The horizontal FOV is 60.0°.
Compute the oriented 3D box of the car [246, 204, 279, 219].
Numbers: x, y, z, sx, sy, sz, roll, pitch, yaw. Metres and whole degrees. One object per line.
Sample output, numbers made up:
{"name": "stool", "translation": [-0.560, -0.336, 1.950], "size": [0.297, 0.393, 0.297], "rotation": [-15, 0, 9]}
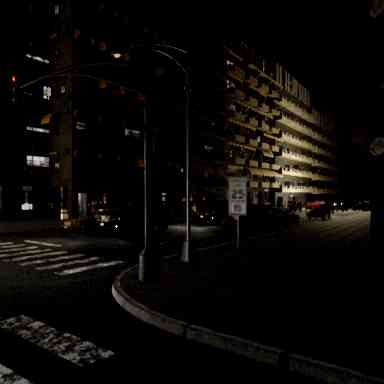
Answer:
{"name": "car", "translation": [8.094, 2.191, 37.874], "size": [1.837, 1.490, 4.892], "rotation": [0, -1, 35]}

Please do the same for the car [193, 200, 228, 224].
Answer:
{"name": "car", "translation": [2.367, 1.728, 29.693], "size": [2.150, 2.045, 5.566], "rotation": [0, -1, 34]}

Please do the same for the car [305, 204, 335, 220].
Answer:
{"name": "car", "translation": [13.735, 2.284, 35.941], "size": [1.802, 1.307, 4.206], "rotation": [-1, -2, 35]}

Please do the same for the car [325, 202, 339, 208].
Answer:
{"name": "car", "translation": [32.786, 3.067, 77.824], "size": [1.887, 1.381, 4.507], "rotation": [-1, -2, 35]}

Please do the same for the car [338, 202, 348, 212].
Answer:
{"name": "car", "translation": [25.302, 2.626, 56.973], "size": [2.128, 1.511, 4.902], "rotation": [0, -1, 35]}

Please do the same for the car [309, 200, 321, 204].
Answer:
{"name": "car", "translation": [23.062, 2.771, 63.892], "size": [1.887, 1.381, 4.507], "rotation": [-1, -2, 35]}

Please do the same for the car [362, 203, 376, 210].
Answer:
{"name": "car", "translation": [36.424, 2.971, 68.451], "size": [1.947, 1.339, 4.313], "rotation": [-1, -2, 35]}

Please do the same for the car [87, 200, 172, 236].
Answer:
{"name": "car", "translation": [-3.543, 1.541, 21.224], "size": [2.150, 2.045, 5.566], "rotation": [0, -1, 35]}

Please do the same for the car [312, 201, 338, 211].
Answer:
{"name": "car", "translation": [19.421, 2.456, 48.536], "size": [1.837, 1.490, 4.892], "rotation": [0, -1, 35]}

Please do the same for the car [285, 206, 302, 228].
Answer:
{"name": "car", "translation": [7.253, 2.043, 26.654], "size": [1.887, 1.381, 4.507], "rotation": [-1, -2, 35]}

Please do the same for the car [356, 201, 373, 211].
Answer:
{"name": "car", "translation": [33.181, 2.622, 63.814], "size": [2.192, 1.841, 5.009], "rotation": [-1, -2, 35]}

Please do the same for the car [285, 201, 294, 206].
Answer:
{"name": "car", "translation": [13.240, 2.446, 49.819], "size": [1.752, 1.417, 4.829], "rotation": [-1, -2, 35]}

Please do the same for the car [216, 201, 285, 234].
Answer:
{"name": "car", "translation": [4.010, 1.711, 22.016], "size": [2.192, 1.841, 5.009], "rotation": [-1, -2, 35]}

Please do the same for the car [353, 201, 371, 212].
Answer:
{"name": "car", "translation": [29.939, 2.522, 59.169], "size": [2.192, 1.841, 5.009], "rotation": [-1, -2, 35]}

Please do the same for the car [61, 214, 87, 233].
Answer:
{"name": "car", "translation": [-6.208, 1.834, 21.952], "size": [1.752, 1.417, 4.829], "rotation": [-1, -2, 35]}

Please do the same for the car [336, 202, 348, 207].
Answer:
{"name": "car", "translation": [39.270, 3.282, 87.114], "size": [1.947, 1.339, 4.313], "rotation": [-1, -2, 35]}

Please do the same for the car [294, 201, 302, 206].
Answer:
{"name": "car", "translation": [16.578, 2.340, 54.608], "size": [2.192, 1.841, 5.009], "rotation": [-1, -2, 35]}
